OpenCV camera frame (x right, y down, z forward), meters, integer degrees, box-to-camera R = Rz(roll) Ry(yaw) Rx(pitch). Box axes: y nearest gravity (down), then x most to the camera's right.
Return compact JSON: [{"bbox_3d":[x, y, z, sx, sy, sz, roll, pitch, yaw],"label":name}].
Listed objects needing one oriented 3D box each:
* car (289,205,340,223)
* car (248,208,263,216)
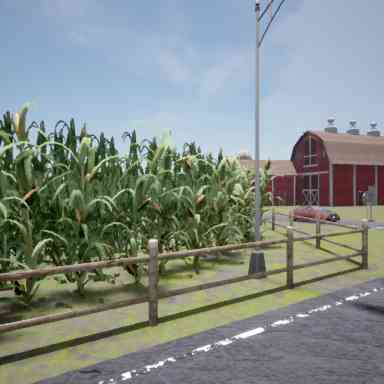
[{"bbox_3d":[10.013,1.810,27.498,1.994,1.385,4.181,1,-1,-29],"label":"car"},{"bbox_3d":[5.557,1.999,35.522,1.895,1.301,4.718,1,-1,-27],"label":"car"}]
